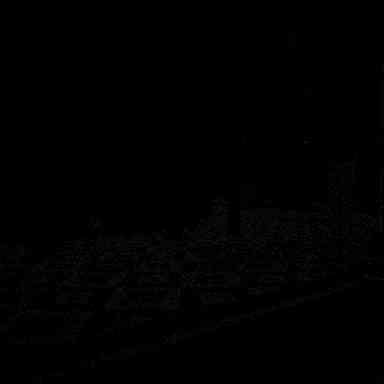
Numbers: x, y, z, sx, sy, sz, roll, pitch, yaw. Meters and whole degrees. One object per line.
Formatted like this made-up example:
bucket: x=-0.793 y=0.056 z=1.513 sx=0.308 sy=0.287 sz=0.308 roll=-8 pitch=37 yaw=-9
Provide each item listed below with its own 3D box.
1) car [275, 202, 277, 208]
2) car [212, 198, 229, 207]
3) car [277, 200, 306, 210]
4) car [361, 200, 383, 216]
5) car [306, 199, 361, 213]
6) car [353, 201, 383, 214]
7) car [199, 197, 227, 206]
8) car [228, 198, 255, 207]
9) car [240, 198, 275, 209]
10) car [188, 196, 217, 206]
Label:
car: x=11.381 y=1.705 z=51.543 sx=1.752 sy=1.417 sz=4.829 roll=2 pitch=-1 yaw=-36
car: x=4.654 y=1.478 z=46.301 sx=1.752 sy=1.417 sz=4.829 roll=2 pitch=-1 yaw=-36
car: x=14.680 y=1.742 z=46.947 sx=1.947 sy=1.339 sz=4.313 roll=2 pitch=-1 yaw=-36
car: x=17.340 y=1.380 z=28.635 sx=1.967 sy=1.590 sz=4.097 roll=2 pitch=-1 yaw=-37
car: x=15.359 y=1.492 z=35.959 sx=1.882 sy=1.535 sz=5.008 roll=2 pitch=-1 yaw=-36
car: x=21.080 y=1.735 z=38.033 sx=1.947 sy=1.339 sz=4.313 roll=2 pitch=-1 yaw=-36
car: x=3.598 y=1.660 z=57.735 sx=2.033 sy=1.411 sz=5.357 roll=2 pitch=-1 yaw=-35
car: x=8.280 y=1.733 z=55.861 sx=2.008 sy=1.369 sz=4.403 roll=2 pitch=-1 yaw=-36
car: x=7.755 y=1.494 z=41.981 sx=1.887 sy=1.381 sz=4.507 roll=2 pitch=-1 yaw=-36
car: x=1.675 y=1.522 z=55.098 sx=2.128 sy=1.511 sz=4.902 roll=2 pitch=-1 yaw=-35
